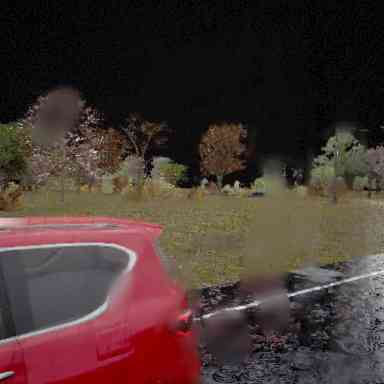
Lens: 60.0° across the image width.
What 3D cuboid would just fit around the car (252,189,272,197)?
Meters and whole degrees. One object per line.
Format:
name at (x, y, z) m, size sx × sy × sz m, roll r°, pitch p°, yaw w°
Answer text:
car at (14.510, 0.195, 69.482) m, size 1.812 × 1.442 × 4.674 m, roll 0°, pitch 1°, yaw -34°

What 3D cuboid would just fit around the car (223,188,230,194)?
car at (9.112, -0.166, 77.411) m, size 1.812 × 1.442 × 4.674 m, roll 0°, pitch 1°, yaw -34°

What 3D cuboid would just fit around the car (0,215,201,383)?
car at (-2.519, 1.236, 1.953) m, size 5.566 × 2.045 × 2.150 m, roll 0°, pitch -1°, yaw -36°
